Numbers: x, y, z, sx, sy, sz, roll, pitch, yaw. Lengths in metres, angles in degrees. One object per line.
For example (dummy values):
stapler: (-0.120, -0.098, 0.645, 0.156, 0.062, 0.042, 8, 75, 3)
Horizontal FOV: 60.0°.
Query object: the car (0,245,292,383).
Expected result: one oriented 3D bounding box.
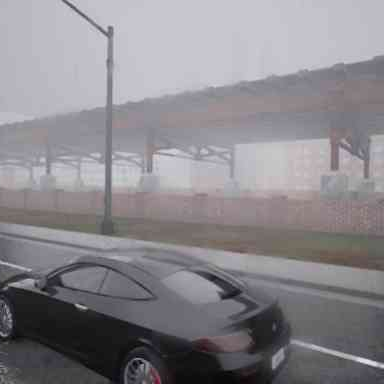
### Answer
car: (-0.996, 1.505, 4.719, 4.674, 1.442, 1.812, 0, 0, 36)
